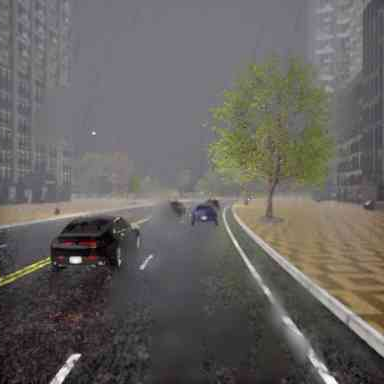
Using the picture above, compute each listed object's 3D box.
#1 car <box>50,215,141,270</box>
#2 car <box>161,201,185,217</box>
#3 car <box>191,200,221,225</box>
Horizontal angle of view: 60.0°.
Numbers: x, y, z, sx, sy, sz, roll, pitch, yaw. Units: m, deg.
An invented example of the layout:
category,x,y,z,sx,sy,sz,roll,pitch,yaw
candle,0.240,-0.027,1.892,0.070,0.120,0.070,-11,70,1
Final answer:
category,x,y,z,sx,sy,sz,roll,pitch,yaw
car,-2.937,1.514,11.026,1.837,1.490,4.892,0,0,2
car,-1.722,1.563,31.583,1.812,1.442,4.674,0,0,5
car,0.961,1.554,24.176,1.812,1.442,4.674,0,0,4
